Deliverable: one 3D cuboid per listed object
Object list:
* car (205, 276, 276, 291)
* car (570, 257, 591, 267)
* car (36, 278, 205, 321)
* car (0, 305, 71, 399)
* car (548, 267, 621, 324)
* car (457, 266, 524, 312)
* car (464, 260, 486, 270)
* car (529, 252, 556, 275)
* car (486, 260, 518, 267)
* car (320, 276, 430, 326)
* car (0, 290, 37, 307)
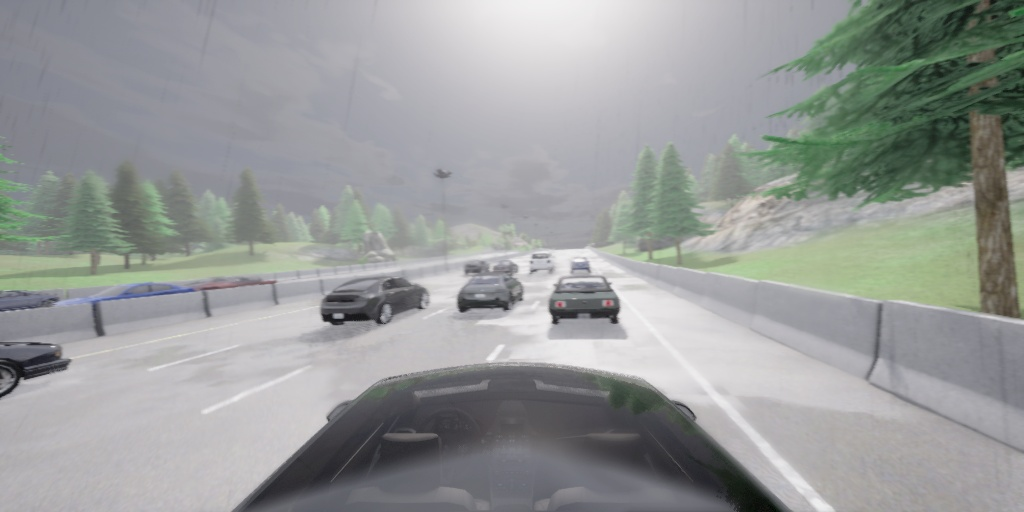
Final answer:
[{"bbox_3d":[-20.033,2.214,26.407,1.895,1.301,4.718,-3,0,11],"label":"car"},{"bbox_3d":[6.385,0.786,33.482,2.033,1.411,5.357,-3,1,11],"label":"car"},{"bbox_3d":[-18.214,2.062,17.169,1.882,1.535,5.008,-3,0,11],"label":"car"},{"bbox_3d":[-9.728,1.754,4.413,2.033,1.411,5.357,-3,0,11],"label":"car"},{"bbox_3d":[2.252,1.230,11.383,1.895,1.301,4.718,-3,0,11],"label":"car"},{"bbox_3d":[-0.739,1.325,14.408,1.994,1.385,4.181,-3,0,11],"label":"car"},{"bbox_3d":[-3.548,1.184,37.441,1.837,1.490,4.892,-3,1,11],"label":"car"},{"bbox_3d":[2.965,0.621,34.297,2.150,2.045,5.566,-3,1,11],"label":"car"},{"bbox_3d":[-0.577,1.121,34.293,2.033,1.411,5.357,-3,1,11],"label":"car"},{"bbox_3d":[-4.601,1.458,12.792,1.837,1.490,4.892,-3,0,11],"label":"car"},{"bbox_3d":[-28.373,2.623,19.873,1.994,1.385,4.181,-3,0,11],"label":"car"}]
